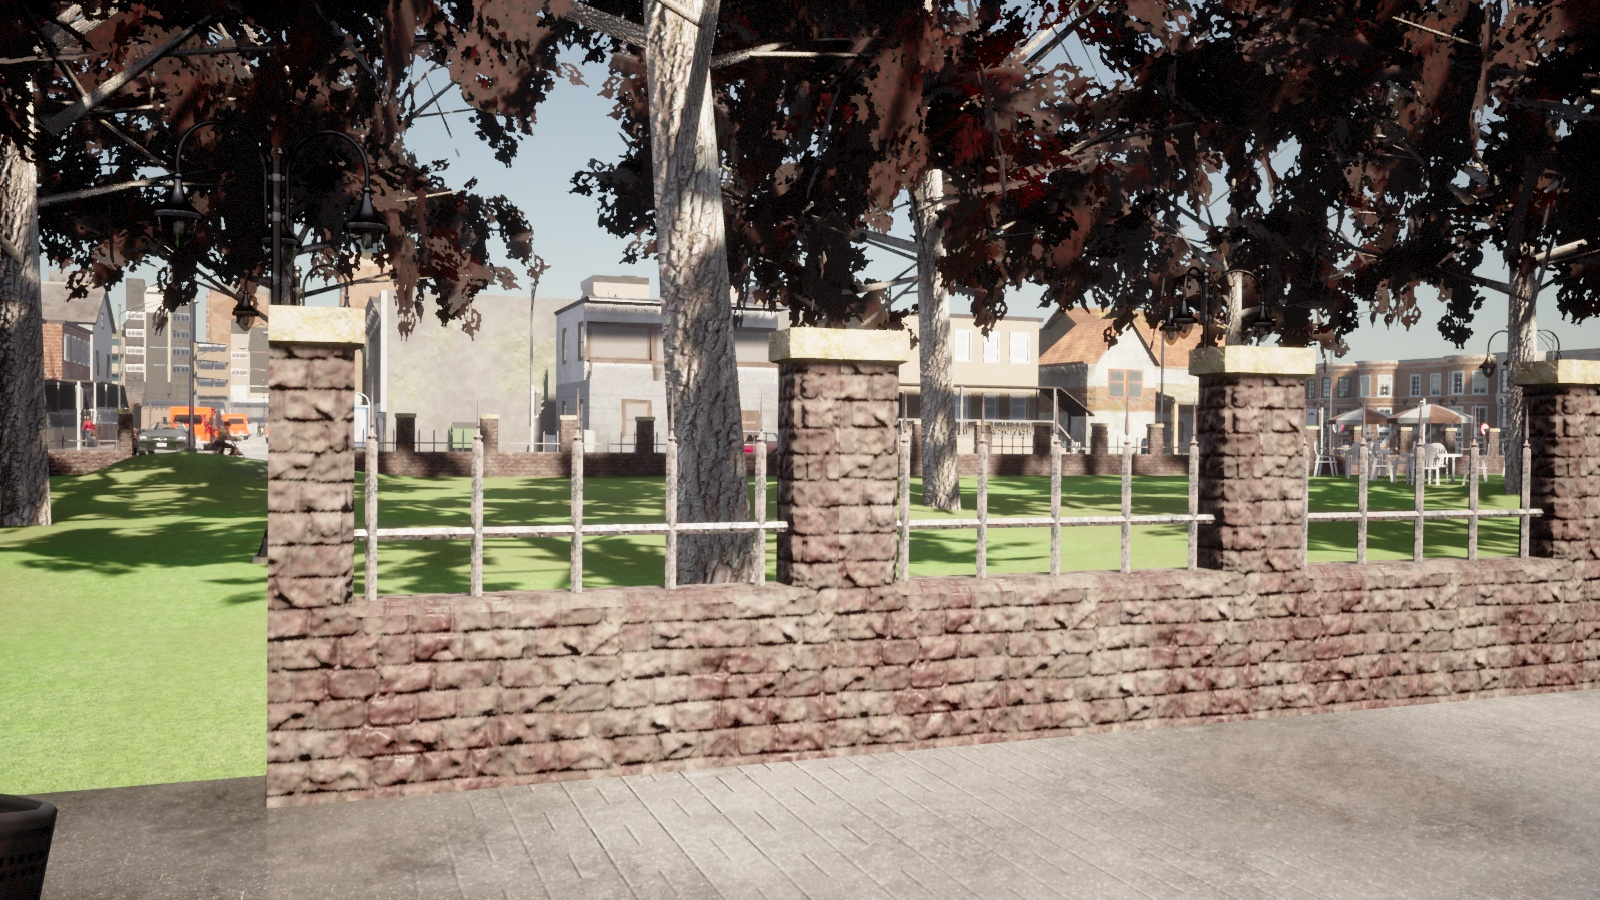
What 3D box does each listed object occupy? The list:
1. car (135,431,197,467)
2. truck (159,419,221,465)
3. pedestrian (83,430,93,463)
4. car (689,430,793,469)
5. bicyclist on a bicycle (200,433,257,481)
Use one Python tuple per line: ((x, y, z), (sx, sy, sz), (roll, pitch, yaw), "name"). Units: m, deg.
((-30.383, -0.076, 60.322), (2.152, 1.651, 5.027), (-1, 1, -21), "car")
((-34.545, -0.475, 71.267), (2.627, 2.467, 5.204), (-1, 1, -21), "truck")
((-39.813, -0.204, 70.200), (0.331, 1.846, 0.636), (-1, 1, -17), "pedestrian")
((-2.411, -0.045, 51.313), (3.806, 1.475, 1.970), (-1, 1, -21), "car")
((-19.322, 0.252, 42.479), (1.509, 1.612, 0.866), (0, -1, 14), "bicyclist on a bicycle")
